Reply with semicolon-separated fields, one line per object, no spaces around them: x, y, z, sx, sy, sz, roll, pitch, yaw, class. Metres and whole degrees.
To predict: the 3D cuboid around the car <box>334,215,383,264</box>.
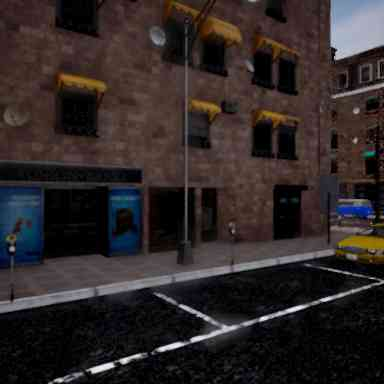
6.761;1.649;11.386;4.829;1.417;1.752;1;-1;-35;car

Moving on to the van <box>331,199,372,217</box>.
15.285;1.603;32.284;1.690;1.788;3.998;0;0;-36;van
